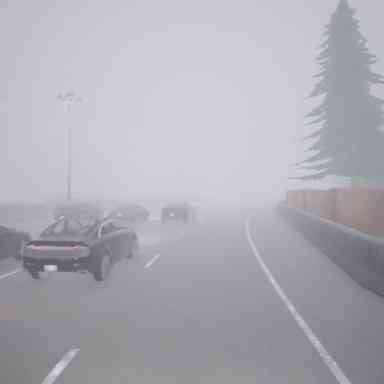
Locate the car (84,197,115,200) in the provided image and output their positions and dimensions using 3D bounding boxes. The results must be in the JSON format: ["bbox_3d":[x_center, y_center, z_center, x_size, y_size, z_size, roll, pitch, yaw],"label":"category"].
[{"bbox_3d":[-13.127,1.441,49.321,2.033,1.411,5.357,0,0,18],"label":"car"}]

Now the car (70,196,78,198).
[{"bbox_3d":[-16.256,1.478,50.906,1.895,1.301,4.718,0,0,18],"label":"car"}]

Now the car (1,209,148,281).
[{"bbox_3d":[-2.939,1.469,9.771,2.128,1.511,4.902,0,0,4],"label":"car"}]

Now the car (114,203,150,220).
[{"bbox_3d":[-4.586,1.520,24.739,1.994,1.385,4.181,0,0,10],"label":"car"}]

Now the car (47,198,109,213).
[{"bbox_3d":[-8.190,1.444,24.472,1.837,1.490,4.892,0,0,10],"label":"car"}]

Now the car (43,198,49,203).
[{"bbox_3d":[-22.298,1.198,54.828,2.097,1.767,4.553,0,0,19],"label":"car"}]

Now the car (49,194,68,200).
[{"bbox_3d":[-19.459,1.353,52.287,2.128,1.511,4.902,0,0,18],"label":"car"}]

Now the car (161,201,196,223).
[{"bbox_3d":[-0.934,1.449,25.324,1.882,1.535,5.008,0,0,10],"label":"car"}]
